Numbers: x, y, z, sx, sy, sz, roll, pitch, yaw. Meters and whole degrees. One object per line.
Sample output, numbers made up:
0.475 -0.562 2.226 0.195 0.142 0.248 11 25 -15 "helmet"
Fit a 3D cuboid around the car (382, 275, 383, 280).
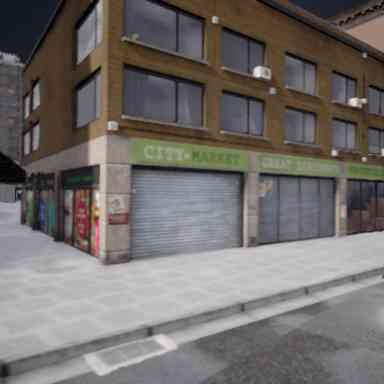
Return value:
6.902 1.651 8.299 5.357 1.411 2.033 1 0 -35 "car"
